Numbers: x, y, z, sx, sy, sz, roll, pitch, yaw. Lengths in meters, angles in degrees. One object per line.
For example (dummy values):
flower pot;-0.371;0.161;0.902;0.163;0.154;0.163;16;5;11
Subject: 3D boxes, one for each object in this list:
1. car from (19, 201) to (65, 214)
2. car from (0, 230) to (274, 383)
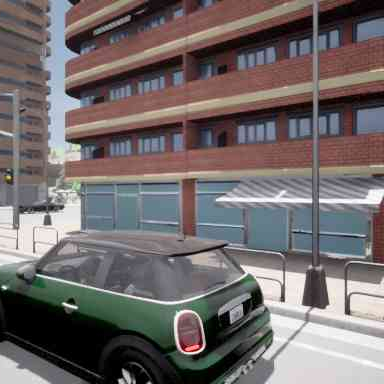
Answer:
car;-16.242;1.601;35.687;1.895;1.301;4.718;0;0;36
car;-1.241;1.352;4.879;4.553;1.767;2.097;0;0;36
